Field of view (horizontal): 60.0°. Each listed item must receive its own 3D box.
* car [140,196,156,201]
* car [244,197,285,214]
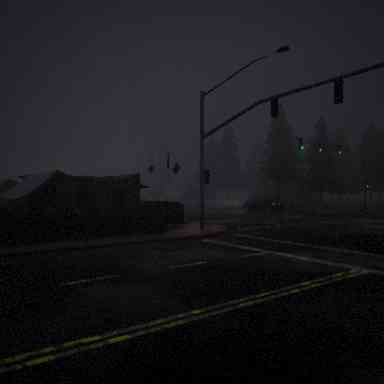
[{"bbox_3d":[-7.925,1.420,56.696,1.837,1.490,4.892,0,-1,-37],"label":"car"},{"bbox_3d":[7.702,1.284,35.917,2.097,1.767,4.553,0,0,-37],"label":"car"}]
